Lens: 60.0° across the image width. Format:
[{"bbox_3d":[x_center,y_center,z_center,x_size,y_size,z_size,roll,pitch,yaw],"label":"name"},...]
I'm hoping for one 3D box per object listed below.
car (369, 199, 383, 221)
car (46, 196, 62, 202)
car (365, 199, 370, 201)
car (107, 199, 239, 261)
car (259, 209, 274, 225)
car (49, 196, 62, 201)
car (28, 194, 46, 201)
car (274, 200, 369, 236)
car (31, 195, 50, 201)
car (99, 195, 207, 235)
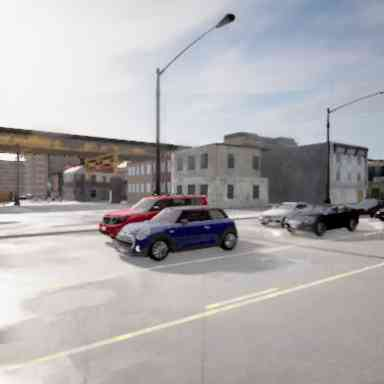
[{"bbox_3d":[14.954,1.292,23.235,5.357,1.411,2.033,-1,1,-35],"label":"car"},{"bbox_3d":[-33.813,1.658,82.614,2.038,1.542,4.974,0,0,-5],"label":"car"},{"bbox_3d":[15.070,1.259,27.586,5.357,1.411,2.033,-1,1,-36],"label":"car"},{"bbox_3d":[-0.472,1.316,12.265,4.553,1.767,2.097,-1,0,-36],"label":"car"},{"bbox_3d":[6.414,1.380,21.485,4.674,1.442,1.812,-1,1,-35],"label":"car"},{"bbox_3d":[-33.818,1.501,82.666,1.853,1.218,4.536,0,0,-5],"label":"car"},{"bbox_3d":[-37.544,1.647,82.534,4.974,1.542,2.038,0,0,25],"label":"car"},{"bbox_3d":[6.917,1.367,17.547,4.902,1.511,2.128,-1,0,-36],"label":"car"},{"bbox_3d":[-37.590,1.489,82.555,4.536,1.218,1.853,0,0,25],"label":"car"},{"bbox_3d":[-1.521,1.181,15.830,5.566,2.045,2.150,-1,0,-36],"label":"car"}]
